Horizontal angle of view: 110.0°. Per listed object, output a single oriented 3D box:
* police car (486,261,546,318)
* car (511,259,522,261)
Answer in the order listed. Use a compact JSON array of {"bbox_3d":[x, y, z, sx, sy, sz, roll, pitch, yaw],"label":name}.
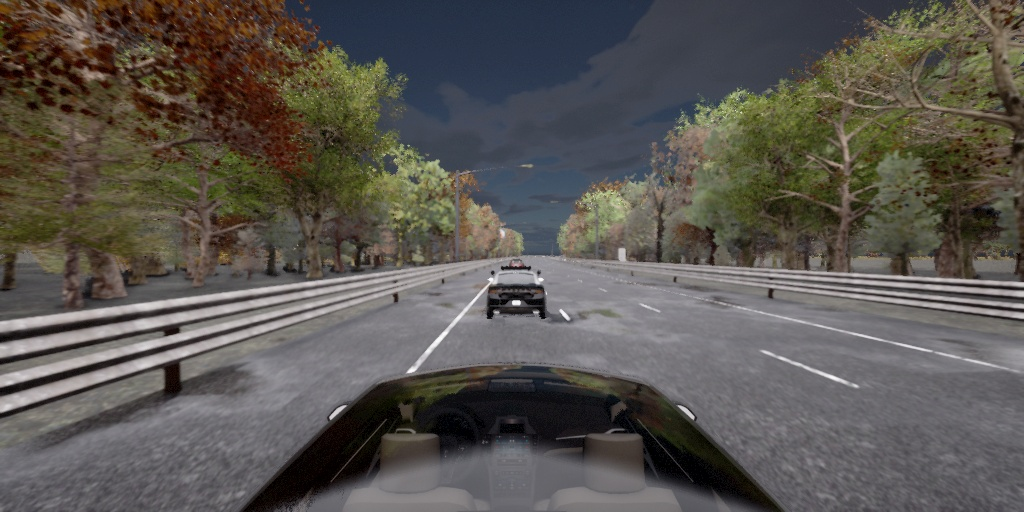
[{"bbox_3d":[0.143,1.170,13.081,1.930,1.638,5.238,0,0,0],"label":"police car"},{"bbox_3d":[0.574,1.159,44.953,2.033,1.649,4.856,0,0,1],"label":"car"}]
